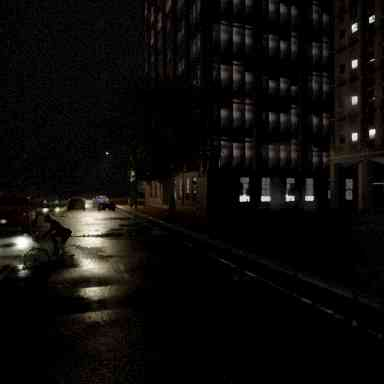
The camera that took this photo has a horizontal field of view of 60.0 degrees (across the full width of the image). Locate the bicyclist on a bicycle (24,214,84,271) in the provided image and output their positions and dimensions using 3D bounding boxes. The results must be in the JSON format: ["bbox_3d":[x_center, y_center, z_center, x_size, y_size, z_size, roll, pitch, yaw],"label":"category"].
[{"bbox_3d":[-3.998,1.455,9.645,1.656,1.620,0.582,-2,1,-19],"label":"bicyclist on a bicycle"}]

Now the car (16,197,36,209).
[{"bbox_3d":[-23.099,1.523,46.460,1.812,1.442,4.674,0,0,-19],"label":"car"}]

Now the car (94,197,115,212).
[{"bbox_3d":[-10.089,1.600,38.853,1.895,1.301,4.718,0,0,-18],"label":"car"}]

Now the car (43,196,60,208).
[{"bbox_3d":[-20.093,1.350,47.718,2.097,1.767,4.553,0,0,-19],"label":"car"}]

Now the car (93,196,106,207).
[{"bbox_3d":[-13.220,1.350,48.134,2.097,1.767,4.553,0,0,-18],"label":"car"}]

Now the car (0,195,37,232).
[{"bbox_3d":[-10.795,1.226,20.160,2.150,2.045,5.566,0,0,-19],"label":"car"}]

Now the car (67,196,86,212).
[{"bbox_3d":[-13.434,1.477,38.759,1.882,1.535,5.008,0,0,-19],"label":"car"}]

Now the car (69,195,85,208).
[{"bbox_3d":[-16.484,1.350,47.774,2.097,1.767,4.553,0,0,-18],"label":"car"}]
